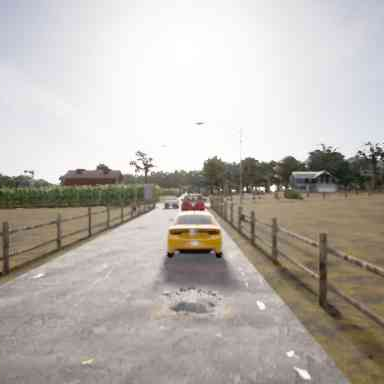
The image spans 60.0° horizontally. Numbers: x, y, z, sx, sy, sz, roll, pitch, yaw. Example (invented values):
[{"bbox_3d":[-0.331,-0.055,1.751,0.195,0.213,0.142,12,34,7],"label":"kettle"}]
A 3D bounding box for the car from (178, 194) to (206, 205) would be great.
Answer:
[{"bbox_3d":[0.099,1.208,31.496,2.150,2.045,5.566,0,0,0],"label":"car"}]

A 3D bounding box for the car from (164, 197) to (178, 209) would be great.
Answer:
[{"bbox_3d":[-2.751,1.463,45.558,2.128,1.511,4.902,0,0,0],"label":"car"}]

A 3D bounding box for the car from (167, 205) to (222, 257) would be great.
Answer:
[{"bbox_3d":[0.093,1.487,13.086,1.882,1.535,5.008,0,0,0],"label":"car"}]
